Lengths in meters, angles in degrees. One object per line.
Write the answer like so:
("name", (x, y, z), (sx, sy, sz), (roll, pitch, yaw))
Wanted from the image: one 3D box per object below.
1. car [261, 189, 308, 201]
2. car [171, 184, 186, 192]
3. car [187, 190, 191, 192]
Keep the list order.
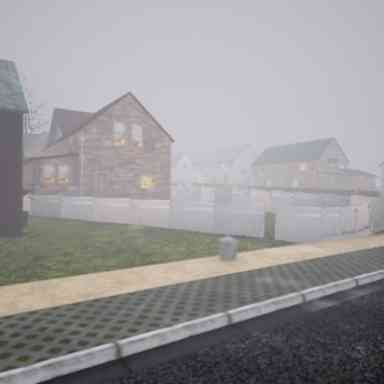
("car", (8.349, 0.526, 30.711), (1.882, 1.535, 5.008), (0, 3, -34))
("car", (-3.389, -0.448, 48.282), (1.837, 1.490, 4.892), (0, 2, -33))
("car", (-2.031, -0.475, 51.391), (2.033, 1.411, 5.357), (0, 2, -33))
